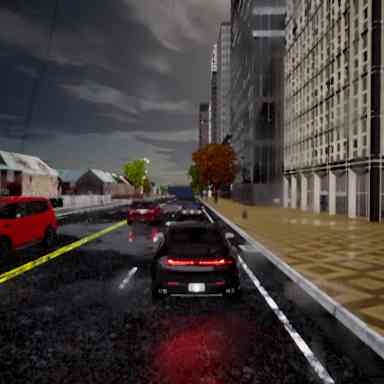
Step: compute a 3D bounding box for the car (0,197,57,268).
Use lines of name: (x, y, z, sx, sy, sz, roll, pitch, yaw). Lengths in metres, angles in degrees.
car: (-6.643, 1.205, 11.582, 2.150, 2.045, 5.566, 0, 0, 0)

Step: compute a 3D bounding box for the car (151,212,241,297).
car: (0.070, 1.492, 8.494, 1.837, 1.490, 4.892, 0, 0, 0)

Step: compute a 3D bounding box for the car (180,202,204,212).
car: (-0.006, 1.525, 27.070, 2.033, 1.411, 5.357, 0, 0, 0)

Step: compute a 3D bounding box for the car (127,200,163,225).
car: (-3.243, 1.329, 23.862, 2.097, 1.767, 4.553, 0, 0, 0)
